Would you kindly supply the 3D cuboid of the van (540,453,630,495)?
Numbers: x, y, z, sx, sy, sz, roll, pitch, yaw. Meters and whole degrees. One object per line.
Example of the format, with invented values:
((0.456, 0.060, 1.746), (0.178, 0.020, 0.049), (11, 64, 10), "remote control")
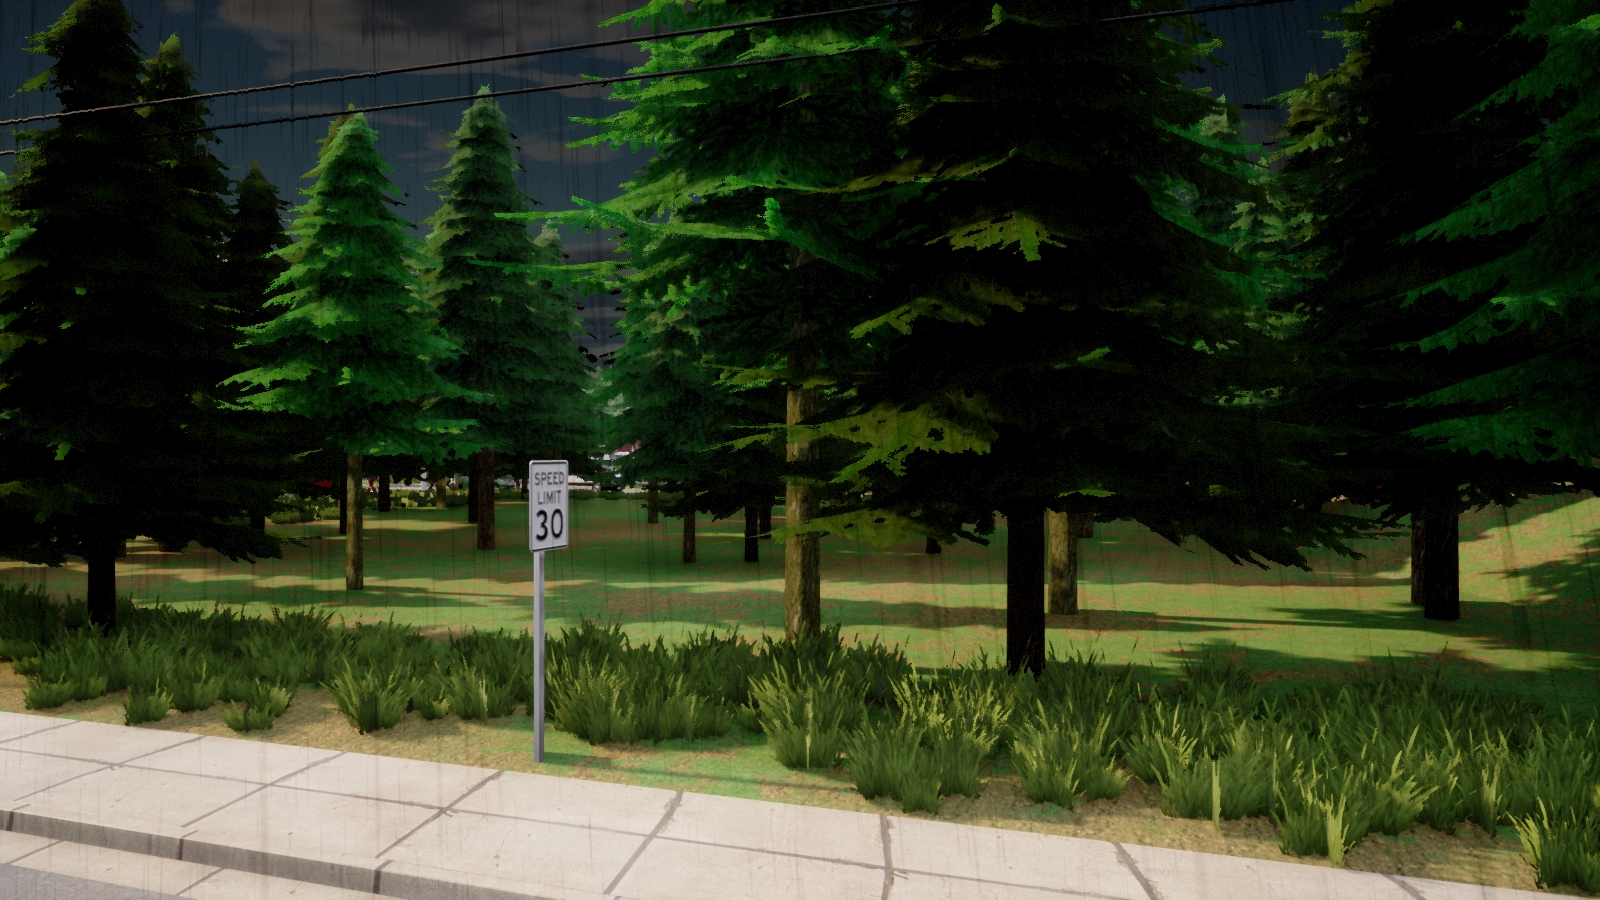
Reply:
((-13.883, 1.508, 73.669), (5.915, 2.561, 1.988), (0, 0, 33), "van")
